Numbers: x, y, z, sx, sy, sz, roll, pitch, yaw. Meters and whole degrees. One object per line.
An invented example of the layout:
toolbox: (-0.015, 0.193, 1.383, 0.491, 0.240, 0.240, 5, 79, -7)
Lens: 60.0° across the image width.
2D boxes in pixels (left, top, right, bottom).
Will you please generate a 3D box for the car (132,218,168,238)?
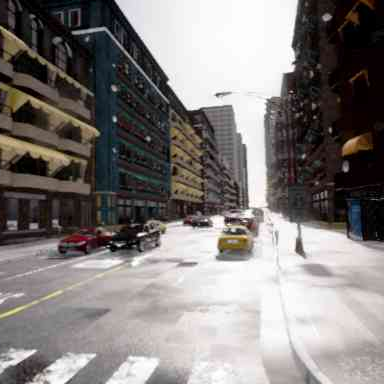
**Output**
car: (-3.628, 3.146, 29.668, 1.752, 1.417, 4.829, -1, -3, 12)

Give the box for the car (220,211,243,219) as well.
car: (5.185, 3.601, 43.435, 2.128, 1.511, 4.902, -2, -3, 12)

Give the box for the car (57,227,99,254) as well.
car: (-5.907, 2.700, 19.006, 1.802, 1.307, 4.206, -1, -3, 12)

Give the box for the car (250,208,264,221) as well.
car: (11.277, 3.909, 57.448, 2.150, 2.045, 5.566, -2, -3, 12)

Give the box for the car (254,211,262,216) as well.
car: (17.345, 5.645, 87.684, 1.887, 1.381, 4.507, -1, -3, 12)

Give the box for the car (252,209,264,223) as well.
car: (9.897, 3.824, 50.744, 1.801, 1.575, 5.366, -2, -3, 12)

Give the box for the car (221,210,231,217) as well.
car: (9.140, 5.724, 89.381, 2.192, 1.841, 5.009, -1, -3, 12)

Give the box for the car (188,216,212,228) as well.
car: (1.260, 3.600, 40.002, 1.994, 1.385, 4.181, -2, -3, 12)

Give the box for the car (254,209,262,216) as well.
car: (18.500, 5.666, 93.107, 2.192, 1.841, 5.009, -1, -3, 12)

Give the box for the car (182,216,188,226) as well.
car: (-0.119, 3.936, 46.070, 1.887, 1.381, 4.507, -1, -3, 12)

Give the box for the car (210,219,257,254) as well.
car: (2.330, 2.342, 17.489, 1.752, 1.417, 4.829, -1, -3, 12)

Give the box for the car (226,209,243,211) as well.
car: (7.314, 3.808, 53.618, 2.150, 2.045, 5.566, -2, -3, 12)

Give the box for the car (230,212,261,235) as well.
car: (4.610, 2.760, 28.151, 1.967, 1.590, 4.097, -1, -3, 12)

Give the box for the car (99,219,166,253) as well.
car: (-3.216, 2.564, 19.284, 1.837, 1.490, 4.892, -2, -3, 12)
